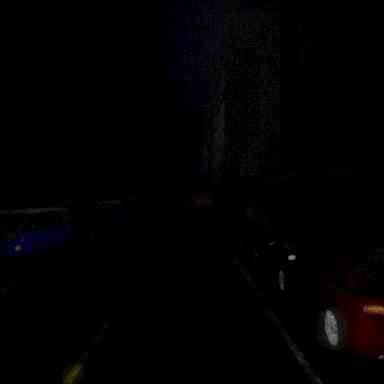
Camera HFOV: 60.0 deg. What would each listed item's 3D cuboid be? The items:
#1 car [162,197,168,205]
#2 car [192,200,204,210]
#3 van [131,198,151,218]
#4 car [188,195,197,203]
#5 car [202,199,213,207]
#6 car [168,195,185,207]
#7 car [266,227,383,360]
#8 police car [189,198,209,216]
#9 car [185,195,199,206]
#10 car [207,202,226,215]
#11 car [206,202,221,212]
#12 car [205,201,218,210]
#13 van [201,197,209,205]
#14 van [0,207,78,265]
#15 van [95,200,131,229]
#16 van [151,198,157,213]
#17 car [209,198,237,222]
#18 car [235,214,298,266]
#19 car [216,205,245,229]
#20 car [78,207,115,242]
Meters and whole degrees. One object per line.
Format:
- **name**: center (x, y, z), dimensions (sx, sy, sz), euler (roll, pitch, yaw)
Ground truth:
- **car**: center (-5.583, 1.977, 74.022), dimensions (2.192, 1.841, 5.009), euler (0, 0, 0)
- **car**: center (0.962, 2.016, 52.723), dimensions (1.812, 1.442, 4.674), euler (0, 0, 0)
- **van**: center (-5.630, 1.674, 34.417), dimensions (1.690, 1.788, 3.998), euler (0, -1, 0)
- **car**: center (0.102, 1.843, 87.315), dimensions (2.150, 2.045, 5.566), euler (0, 0, 0)
- **car**: center (2.929, 2.117, 62.729), dimensions (1.887, 1.381, 4.507), euler (0, 0, 0)
- **car**: center (-2.940, 1.811, 64.952), dimensions (2.150, 2.045, 5.566), euler (0, 0, 1)
- **car**: center (2.861, 1.608, 6.127), dimensions (1.887, 1.381, 4.507), euler (0, -1, 0)
- **police car**: center (0.943, 1.779, 36.835), dimensions (1.930, 1.638, 5.238), euler (0, -1, 0)
- **car**: center (0.084, 1.737, 72.209), dimensions (2.150, 2.045, 5.566), euler (0, 0, 0)
- **car**: center (2.902, 1.927, 40.088), dimensions (1.887, 1.381, 4.507), euler (0, 0, 0)
- **car**: center (2.909, 2.013, 45.748), dimensions (1.802, 1.307, 4.206), euler (0, 0, 0)
- **car**: center (2.915, 2.061, 51.409), dimensions (1.802, 1.307, 4.206), euler (0, 0, 0)
- **van**: center (2.942, 2.002, 74.052), dimensions (1.690, 1.788, 3.998), euler (0, 0, 0)
- **van**: center (-5.658, 1.461, 11.787), dimensions (1.690, 1.788, 3.998), euler (0, -1, 0)
- **van**: center (-5.644, 1.570, 23.102), dimensions (1.690, 1.788, 3.998), euler (0, -1, 0)
- **van**: center (-5.624, 1.724, 40.075), dimensions (1.690, 1.788, 3.998), euler (0, -1, 0)
- **car**: center (2.887, 1.596, 28.770), dimensions (2.192, 1.841, 5.009), euler (0, -1, 0)
- **car**: center (2.868, 1.685, 11.786), dimensions (1.947, 1.339, 4.313), euler (0, -1, 0)
- **car**: center (2.882, 1.810, 23.107), dimensions (1.802, 1.307, 4.206), euler (0, -1, 0)
- **car**: center (-5.650, 1.720, 17.442), dimensions (1.887, 1.381, 4.507), euler (0, -1, 0)
